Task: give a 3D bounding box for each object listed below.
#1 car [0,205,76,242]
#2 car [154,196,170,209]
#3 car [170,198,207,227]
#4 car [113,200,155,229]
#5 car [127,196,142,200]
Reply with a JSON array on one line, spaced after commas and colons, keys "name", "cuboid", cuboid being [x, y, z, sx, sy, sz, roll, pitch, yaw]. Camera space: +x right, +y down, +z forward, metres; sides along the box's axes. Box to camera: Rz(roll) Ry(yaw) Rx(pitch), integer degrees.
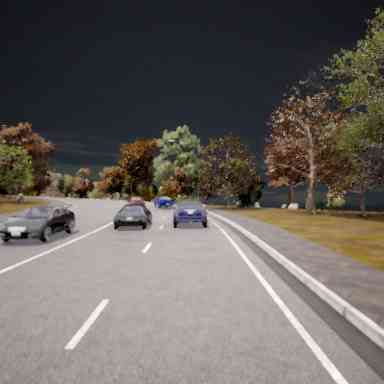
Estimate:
[{"name": "car", "cuboid": [-7.057, 1.399, 15.775, 2.128, 1.511, 4.902, 0, 0, 0]}, {"name": "car", "cuboid": [-3.709, 1.290, 42.533, 1.882, 1.535, 5.008, 1, 0, -18]}, {"name": "car", "cuboid": [-0.200, 1.235, 21.937, 2.097, 1.767, 4.553, 0, 0, -3]}, {"name": "car", "cuboid": [-3.612, 1.446, 20.758, 1.994, 1.385, 4.181, 0, 0, -3]}, {"name": "car", "cuboid": [-7.218, 1.286, 42.116, 1.812, 1.442, 4.674, 1, 0, -18]}]
